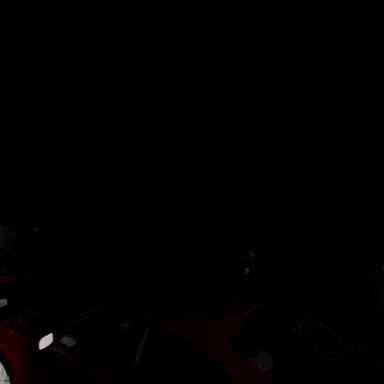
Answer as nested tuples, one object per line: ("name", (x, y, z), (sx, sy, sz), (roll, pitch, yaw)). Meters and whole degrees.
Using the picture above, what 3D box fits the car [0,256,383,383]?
("car", (-0.264, 1.545, 3.148), (4.507, 1.381, 1.887), (0, 0, 35))

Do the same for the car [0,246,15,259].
("car", (-4.698, 1.545, 6.297), (4.507, 1.381, 1.887), (0, 0, 35))
